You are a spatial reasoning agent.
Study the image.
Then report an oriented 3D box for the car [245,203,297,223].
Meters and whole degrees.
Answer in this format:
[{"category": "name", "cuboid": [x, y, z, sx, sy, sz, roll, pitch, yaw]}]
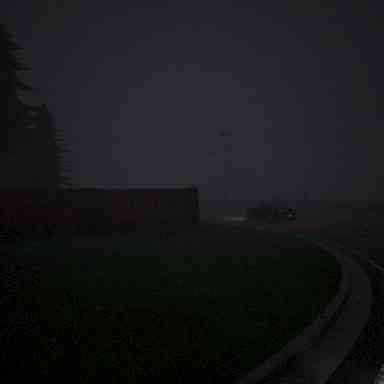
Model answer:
[{"category": "car", "cuboid": [6.133, 1.586, 26.541, 1.882, 1.535, 5.008, 0, -1, -24]}]
